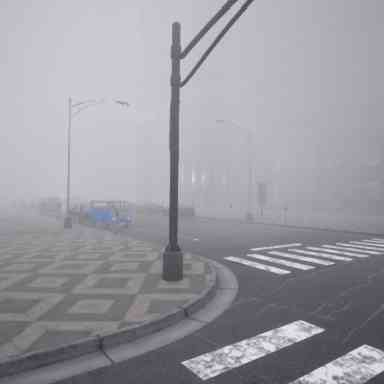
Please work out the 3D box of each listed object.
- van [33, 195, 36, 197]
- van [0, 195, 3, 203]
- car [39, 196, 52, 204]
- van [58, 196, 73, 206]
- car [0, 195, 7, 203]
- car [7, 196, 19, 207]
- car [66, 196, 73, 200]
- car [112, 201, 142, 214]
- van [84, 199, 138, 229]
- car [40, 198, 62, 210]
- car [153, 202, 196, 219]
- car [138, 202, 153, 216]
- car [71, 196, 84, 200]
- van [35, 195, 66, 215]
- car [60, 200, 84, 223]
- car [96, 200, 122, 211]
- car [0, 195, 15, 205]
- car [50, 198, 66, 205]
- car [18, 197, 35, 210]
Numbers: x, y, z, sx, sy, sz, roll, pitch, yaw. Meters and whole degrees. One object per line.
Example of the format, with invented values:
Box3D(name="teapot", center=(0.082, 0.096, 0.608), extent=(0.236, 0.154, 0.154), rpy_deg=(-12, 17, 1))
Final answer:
Box3D(name="van", center=(-36.535, 1.741, 80.302), extent=(1.690, 1.788, 3.998), rpy_deg=(1, -1, -35))
Box3D(name="van", center=(-46.698, 1.613, 79.904), extent=(1.690, 1.788, 3.998), rpy_deg=(1, -1, -35))
Box3D(name="car", center=(-33.348, 1.818, 75.790), extent=(1.967, 1.590, 4.097), rpy_deg=(1, -1, -35))
Box3D(name="van", center=(-23.779, 1.655, 62.254), extent=(1.690, 1.788, 3.998), rpy_deg=(1, -1, -35))
Box3D(name="car", center=(-43.510, 1.564, 75.392), extent=(2.192, 1.841, 5.009), rpy_deg=(1, -1, -35))
Box3D(name="car", center=(-27.577, 1.692, 52.824), extent=(2.008, 1.369, 4.403), rpy_deg=(1, -1, -35))
Box3D(name="car", center=(-20.590, 1.607, 57.742), extent=(2.192, 1.841, 5.009), rpy_deg=(1, -1, -35))
Box3D(name="car", center=(-7.835, 1.752, 39.691), extent=(1.887, 1.381, 4.507), rpy_deg=(1, -1, -35))
Box3D(name="van", center=(-5.265, 1.336, 21.236), extent=(1.690, 1.788, 3.998), rpy_deg=(1, -1, -35))
Box3D(name="car", center=(-19.713, 1.658, 46.499), extent=(1.837, 1.490, 4.892), rpy_deg=(1, -1, -35))
Box3D(name="car", center=(-1.457, 1.710, 30.667), extent=(1.887, 1.381, 4.507), rpy_deg=(1, -1, -35))
Box3D(name="car", center=(-4.646, 1.731, 35.179), extent=(1.887, 1.381, 4.507), rpy_deg=(1, -1, -35))
Box3D(name="car", center=(-17.403, 1.816, 53.227), extent=(1.887, 1.381, 4.507), rpy_deg=(1, -1, -35))
Box3D(name="van", center=(-14.826, 1.397, 34.775), extent=(1.690, 1.788, 3.998), rpy_deg=(1, -1, -35))
Box3D(name="car", center=(-8.454, 1.559, 25.747), extent=(1.887, 1.381, 4.507), rpy_deg=(1, -1, -35))
Box3D(name="car", center=(-11.122, 1.754, 44.342), extent=(1.752, 1.417, 4.829), rpy_deg=(1, -1, -35))
Box3D(name="car", center=(-37.040, 1.731, 66.225), extent=(1.752, 1.417, 4.829), rpy_deg=(1, -1, -35))
Box3D(name="car", center=(-26.970, 1.886, 66.764), extent=(2.008, 1.369, 4.403), rpy_deg=(1, -1, -35))
Box3D(name="car", center=(-21.203, 1.681, 43.798), extent=(1.802, 1.307, 4.206), rpy_deg=(1, -1, -35))
